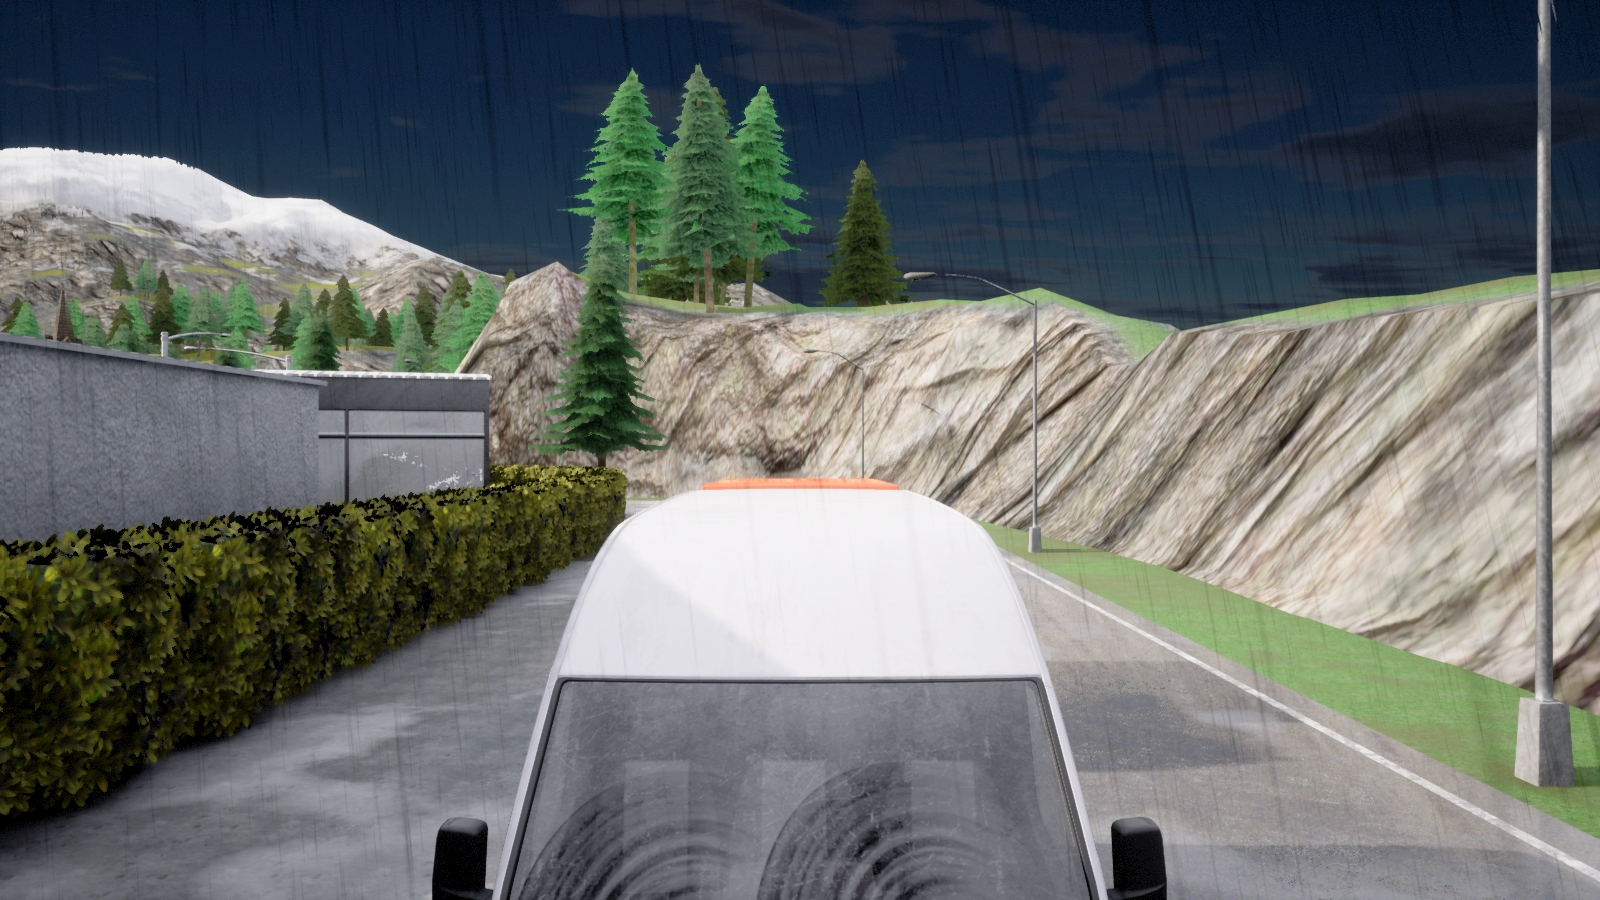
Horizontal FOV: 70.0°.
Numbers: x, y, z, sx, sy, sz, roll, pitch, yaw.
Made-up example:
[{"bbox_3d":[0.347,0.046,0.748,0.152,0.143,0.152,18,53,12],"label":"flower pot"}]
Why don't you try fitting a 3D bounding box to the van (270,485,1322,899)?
[{"bbox_3d":[-0.011,1.530,5.117,1.988,2.561,5.915,0,0,0],"label":"van"}]
